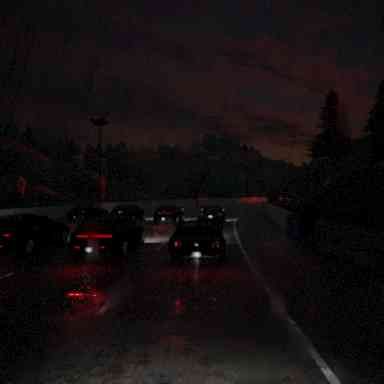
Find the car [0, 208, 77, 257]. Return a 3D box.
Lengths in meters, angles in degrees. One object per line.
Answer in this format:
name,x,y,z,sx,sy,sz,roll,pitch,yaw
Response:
car,-6.681,1.630,13.447,1.837,1.490,4.892,0,0,4

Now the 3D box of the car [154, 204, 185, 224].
car,-1.806,1.764,27.235,1.837,1.490,4.892,0,0,8

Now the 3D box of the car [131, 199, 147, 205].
car,-12.829,2.300,80.589,1.994,1.385,4.181,0,-1,22

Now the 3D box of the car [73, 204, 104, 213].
car,-8.743,1.752,28.169,2.128,1.511,4.902,0,0,8

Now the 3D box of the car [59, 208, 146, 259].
car,-3.188,1.631,13.236,1.837,1.490,4.892,0,0,4

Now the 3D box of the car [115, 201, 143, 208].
car,-5.272,1.766,27.714,1.837,1.490,4.892,0,0,8

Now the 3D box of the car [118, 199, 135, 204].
car,-16.038,2.351,81.985,1.895,1.301,4.718,0,-1,22

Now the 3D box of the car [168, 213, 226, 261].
car,0.289,1.723,12.841,1.895,1.301,4.718,0,-1,4

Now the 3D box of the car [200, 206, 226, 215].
car,1.662,1.819,26.754,1.994,1.385,4.181,0,-1,8
